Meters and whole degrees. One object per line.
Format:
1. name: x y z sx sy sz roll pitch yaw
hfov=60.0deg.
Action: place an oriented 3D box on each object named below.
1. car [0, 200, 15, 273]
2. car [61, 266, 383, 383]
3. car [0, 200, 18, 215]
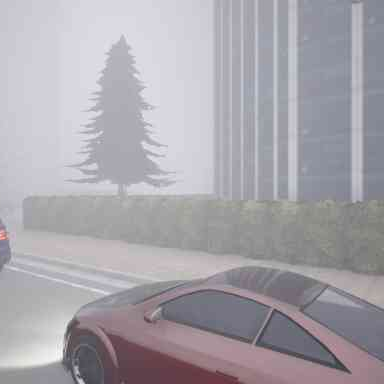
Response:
1. car: -7.153 1.221 9.060 5.566 2.045 2.150 0 0 35
2. car: 0.457 1.564 3.667 4.181 1.385 1.994 0 0 35
3. car: -20.361 1.560 33.239 1.837 1.490 4.892 0 0 35
